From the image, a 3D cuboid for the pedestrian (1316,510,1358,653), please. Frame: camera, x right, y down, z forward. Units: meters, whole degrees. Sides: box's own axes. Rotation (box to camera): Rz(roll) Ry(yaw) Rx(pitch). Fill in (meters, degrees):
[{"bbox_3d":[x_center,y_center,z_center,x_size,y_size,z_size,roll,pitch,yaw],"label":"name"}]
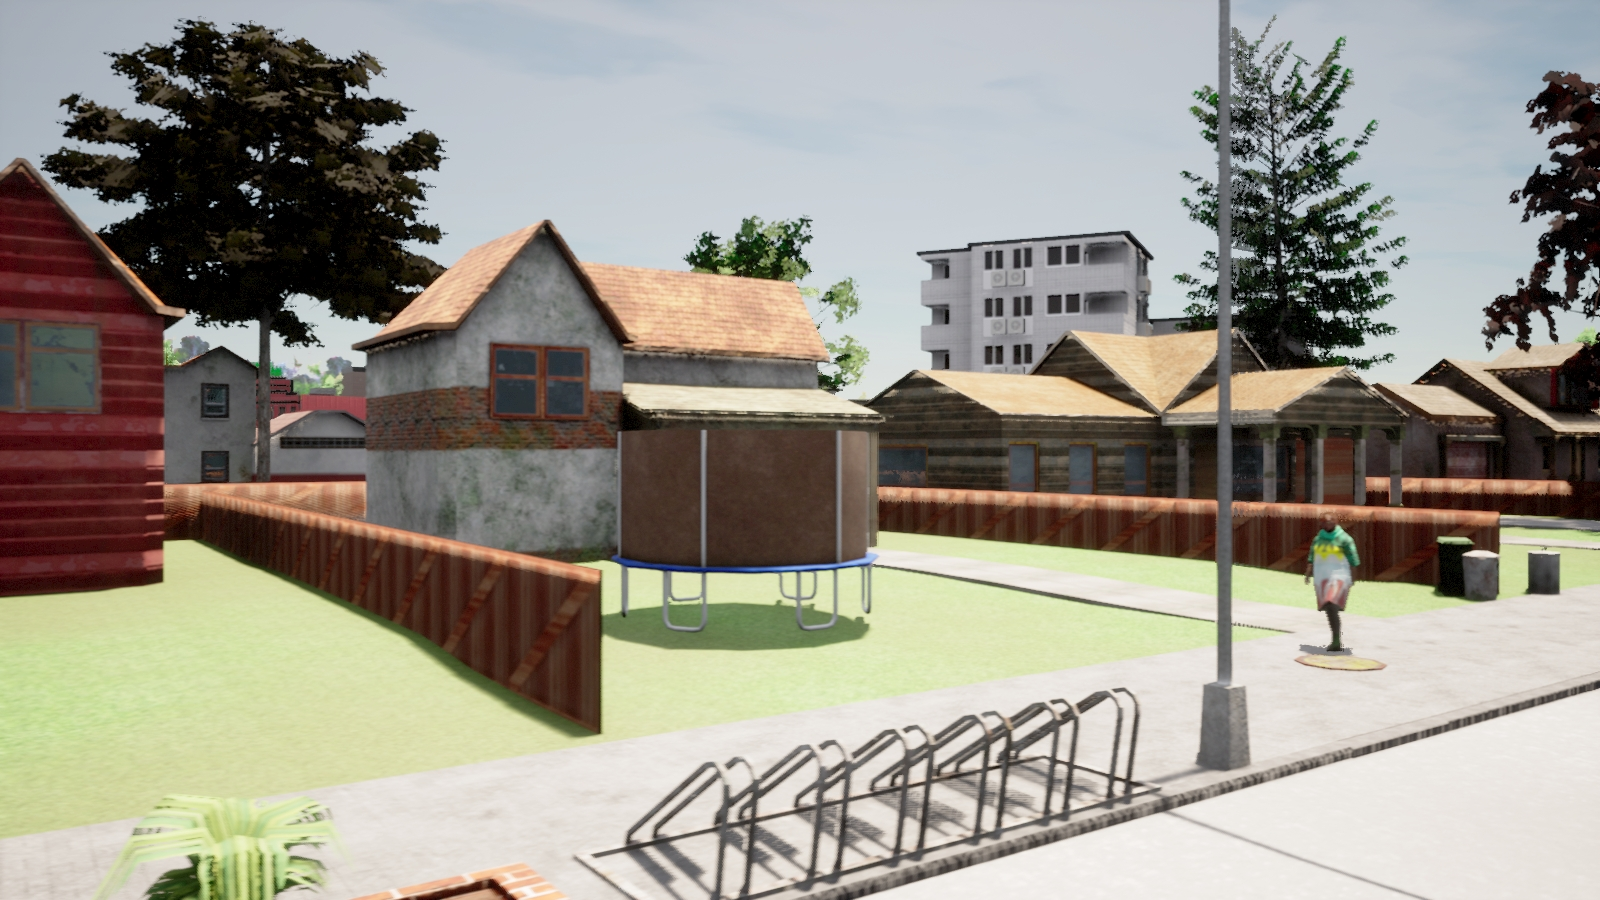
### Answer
[{"bbox_3d":[7.184,1.743,15.282,0.375,1.860,0.375,0,0,-34],"label":"pedestrian"}]
